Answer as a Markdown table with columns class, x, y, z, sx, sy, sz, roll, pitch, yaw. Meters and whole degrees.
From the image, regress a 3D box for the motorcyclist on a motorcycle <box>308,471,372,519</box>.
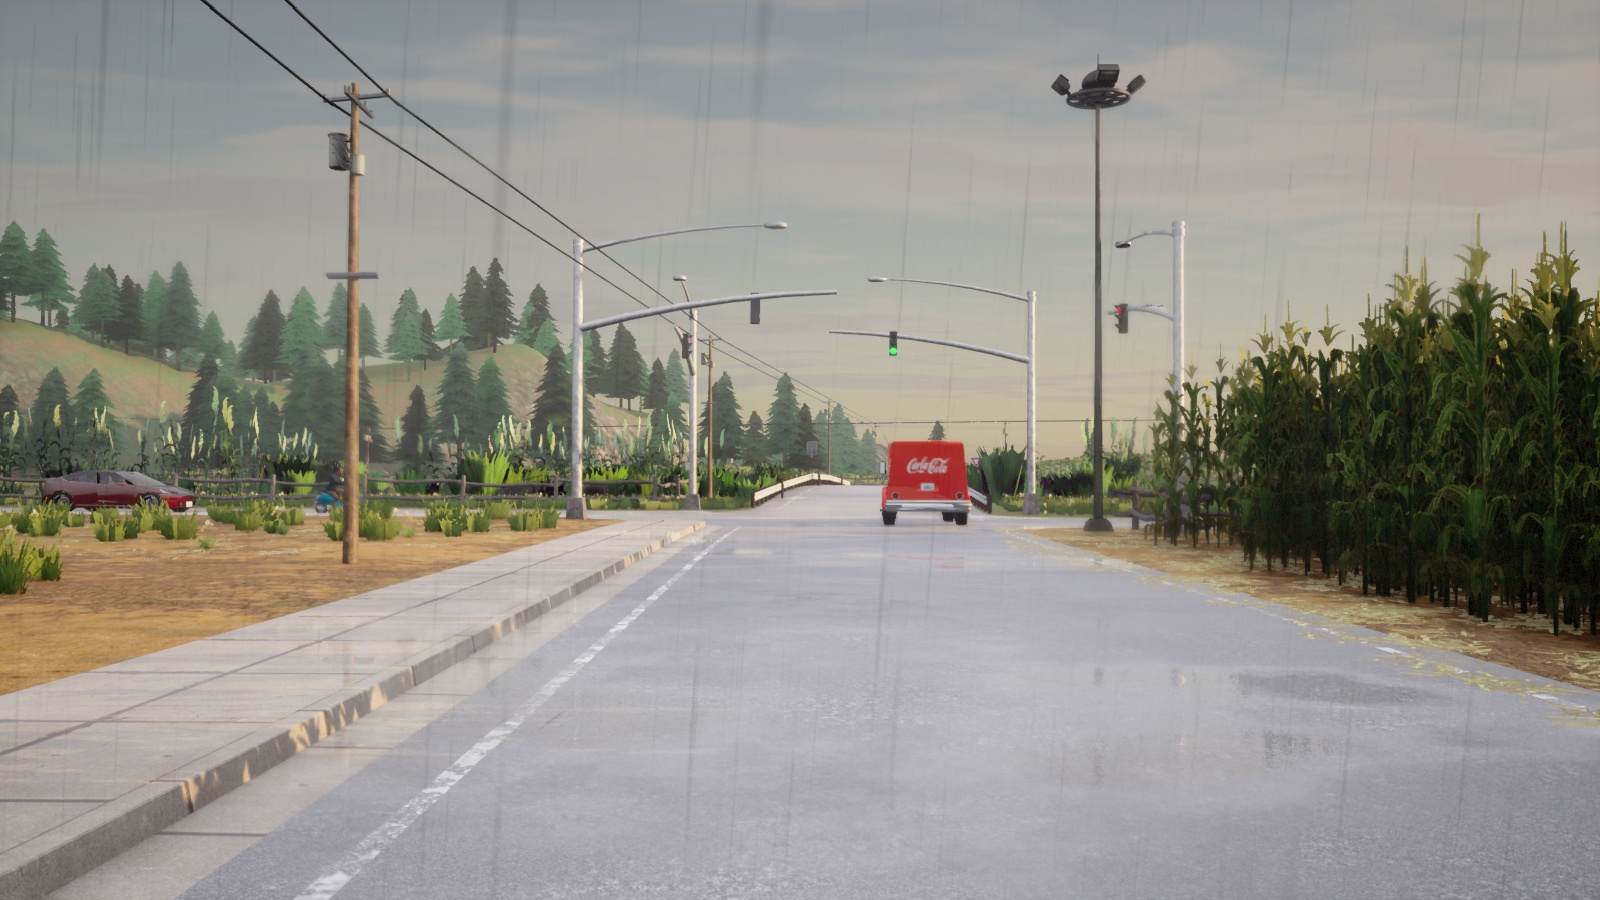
| class | x | y | z | sx | sy | sz | roll | pitch | yaw |
| --- | --- | --- | --- | --- | --- | --- | --- | --- | --- |
| motorcyclist on a motorcycle | -15.328 | 1.496 | 41.867 | 1.817 | 1.590 | 0.866 | 0 | -1 | 3 |

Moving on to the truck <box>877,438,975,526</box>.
| class | x | y | z | sx | sy | sz | roll | pitch | yaw |
| --- | --- | --- | --- | --- | --- | --- | --- | --- | --- |
| truck | 3.735 | 0.955 | 38.324 | 2.627 | 2.467 | 5.204 | 0 | -1 | 2 |

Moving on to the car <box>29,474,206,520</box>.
| class | x | y | z | sx | sy | sz | roll | pitch | yaw |
| --- | --- | --- | --- | --- | --- | --- | --- | --- | --- |
| car | -22.884 | 1.579 | 42.235 | 4.792 | 1.488 | 2.163 | 0 | -1 | 3 |
